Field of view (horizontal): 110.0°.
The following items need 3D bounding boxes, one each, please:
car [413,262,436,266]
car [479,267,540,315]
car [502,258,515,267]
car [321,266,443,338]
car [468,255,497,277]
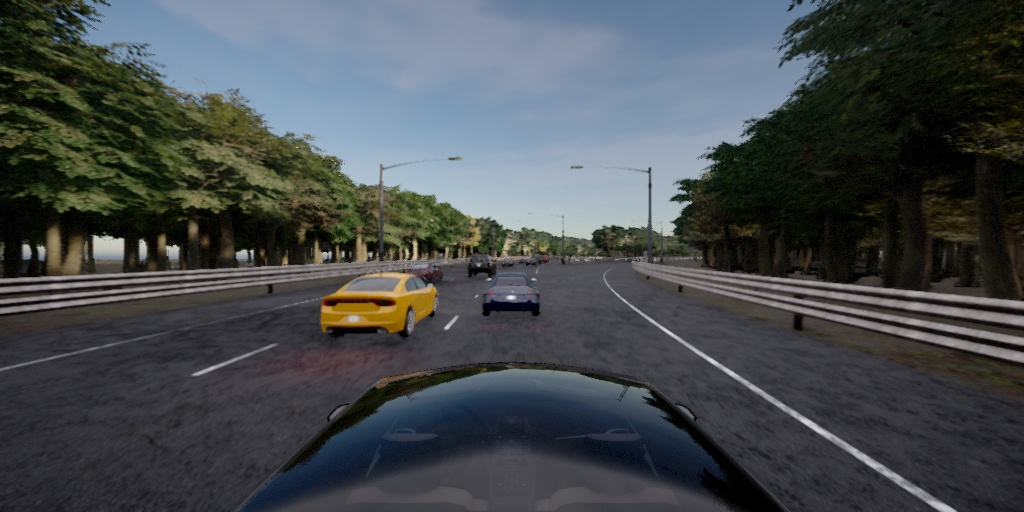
[{"bbox_3d":[-6.625,1.214,27.485,1.812,1.442,4.674,0,0,3],"label":"car"},{"bbox_3d":[-0.012,1.308,13.585,1.994,1.385,4.181,0,0,0],"label":"car"},{"bbox_3d":[-0.530,1.227,60.594,1.895,1.301,4.718,0,0,7],"label":"car"},{"bbox_3d":[-3.425,1.217,10.236,1.882,1.535,5.008,0,0,0],"label":"car"},{"bbox_3d":[-2.765,0.914,34.123,2.150,2.045,5.566,0,0,3],"label":"car"}]
